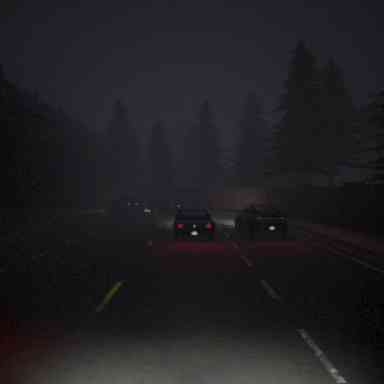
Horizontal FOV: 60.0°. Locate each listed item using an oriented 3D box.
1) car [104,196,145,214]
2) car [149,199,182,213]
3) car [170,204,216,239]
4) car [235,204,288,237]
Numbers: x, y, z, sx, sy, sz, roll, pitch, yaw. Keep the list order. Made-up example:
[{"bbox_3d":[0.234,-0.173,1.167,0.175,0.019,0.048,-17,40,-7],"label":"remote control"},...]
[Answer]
[{"bbox_3d":[-6.686,1.165,32.526,4.553,1.767,2.097,0,1,44],"label":"car"},{"bbox_3d":[-2.610,1.369,33.704,1.994,1.385,4.181,0,0,-41],"label":"car"},{"bbox_3d":[0.008,1.503,16.767,1.895,1.301,4.718,0,0,-3],"label":"car"},{"bbox_3d":[3.465,1.391,17.280,2.128,1.511,4.902,0,0,-3],"label":"car"}]
